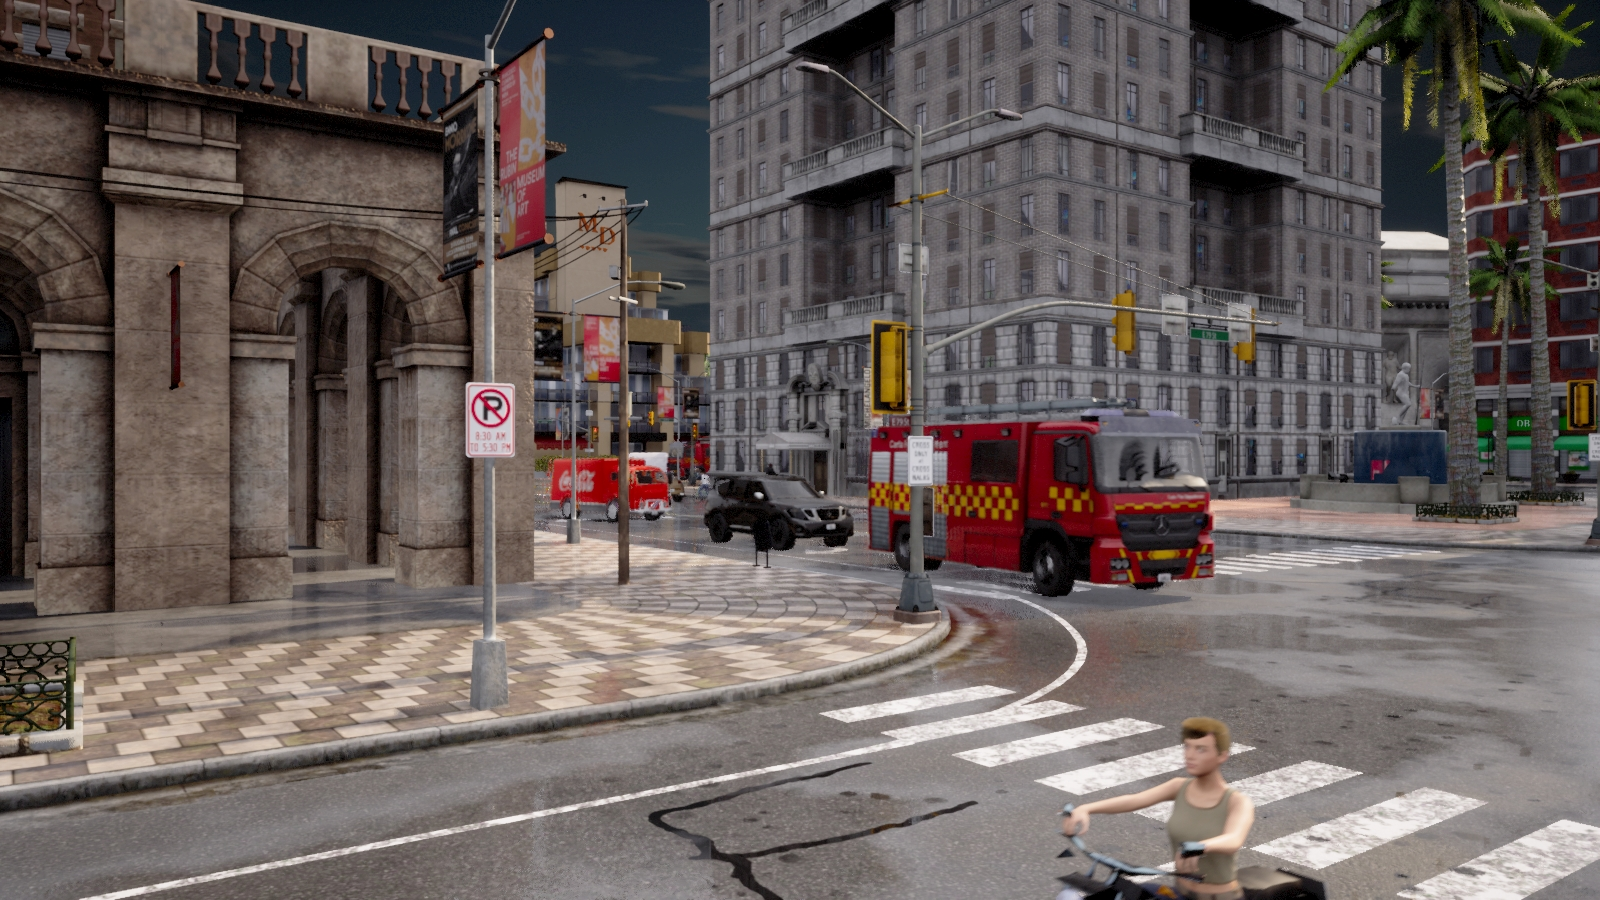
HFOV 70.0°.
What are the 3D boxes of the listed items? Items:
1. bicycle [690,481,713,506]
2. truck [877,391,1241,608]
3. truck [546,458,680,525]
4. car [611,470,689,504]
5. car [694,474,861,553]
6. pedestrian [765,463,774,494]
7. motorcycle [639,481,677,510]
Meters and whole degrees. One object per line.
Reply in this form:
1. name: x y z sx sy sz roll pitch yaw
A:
1. bicycle: -5.001 2.195 57.902 0.373 1.196 1.643 0 0 -36
2. truck: 5.078 0.884 24.595 2.891 3.827 8.468 0 0 -27
3. truck: -7.471 1.560 45.472 5.204 2.467 2.627 0 0 43
4. car: -8.211 1.981 62.259 2.152 1.651 5.027 0 0 -35
5. car: -0.780 1.774 33.676 2.150 2.045 5.566 0 0 -35
6. pedestrian: -1.830 1.682 68.294 0.375 1.860 0.375 0 0 -35
7. motorcycle: -6.767 2.160 54.369 0.764 1.277 2.356 0 0 -35
